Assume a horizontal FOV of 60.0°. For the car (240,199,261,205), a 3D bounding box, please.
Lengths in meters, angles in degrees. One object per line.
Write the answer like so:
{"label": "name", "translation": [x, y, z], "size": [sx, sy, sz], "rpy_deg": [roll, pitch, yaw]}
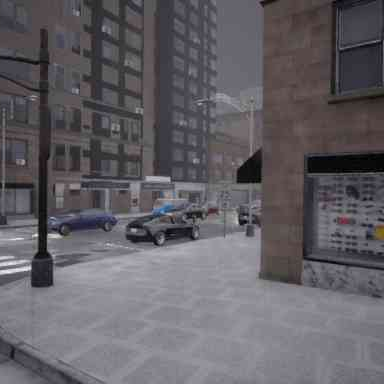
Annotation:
{"label": "car", "translation": [6.898, 1.647, 38.064], "size": [2.097, 1.767, 4.553], "rpy_deg": [1, 0, 36]}

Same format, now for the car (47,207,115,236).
{"label": "car", "translation": [-6.503, 1.634, 19.508], "size": [1.812, 1.442, 4.674], "rpy_deg": [1, 0, 37]}

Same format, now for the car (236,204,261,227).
{"label": "car", "translation": [5.066, 1.850, 25.380], "size": [1.947, 1.339, 4.313], "rpy_deg": [0, 0, 36]}

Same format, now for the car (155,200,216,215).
{"label": "car", "translation": [-0.435, 1.681, 27.928], "size": [2.128, 1.511, 4.902], "rpy_deg": [1, 0, 35]}

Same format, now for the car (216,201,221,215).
{"label": "car", "translation": [1.369, 1.646, 34.825], "size": [1.967, 1.590, 4.097], "rpy_deg": [0, 0, 36]}

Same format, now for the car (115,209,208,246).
{"label": "car", "translation": [-1.364, 1.764, 16.463], "size": [1.947, 1.339, 4.313], "rpy_deg": [0, 0, 36]}

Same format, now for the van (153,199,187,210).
{"label": "van", "translation": [-1.845, 1.502, 30.367], "size": [1.690, 1.788, 3.998], "rpy_deg": [0, 0, 36]}

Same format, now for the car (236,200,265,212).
{"label": "car", "translation": [7.698, 1.823, 43.604], "size": [1.752, 1.417, 4.829], "rpy_deg": [0, 0, 36]}
